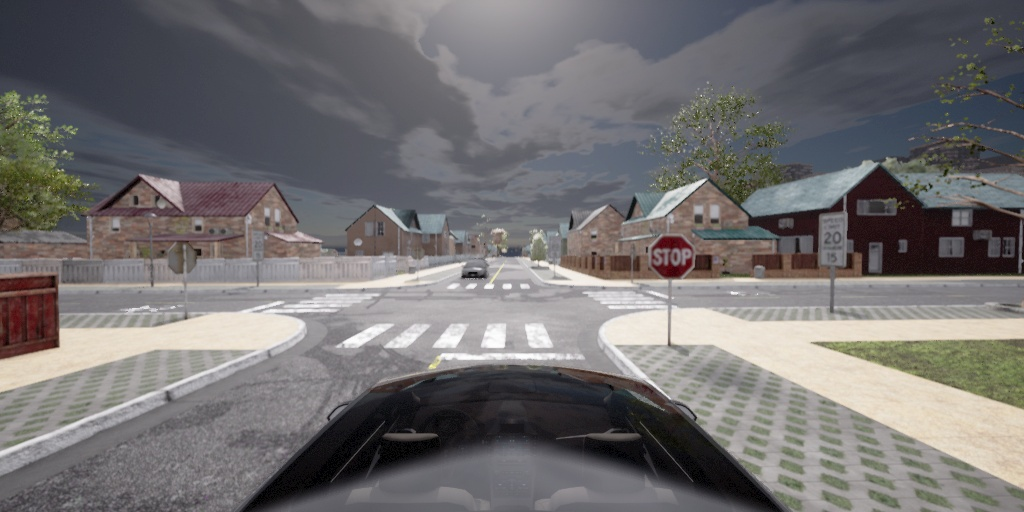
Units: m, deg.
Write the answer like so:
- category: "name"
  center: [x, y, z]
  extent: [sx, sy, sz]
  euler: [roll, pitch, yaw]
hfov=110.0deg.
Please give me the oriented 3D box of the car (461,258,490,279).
- category: "car"
  center: [-2.741, 0.970, 27.547]
  extent: [1.837, 1.490, 4.892]
  euler: [0, 3, 0]
